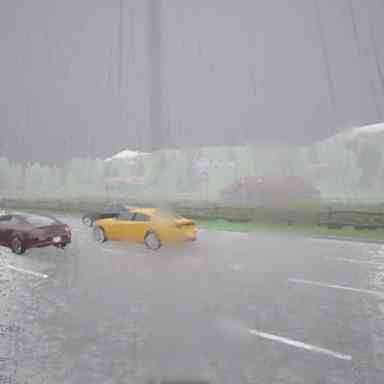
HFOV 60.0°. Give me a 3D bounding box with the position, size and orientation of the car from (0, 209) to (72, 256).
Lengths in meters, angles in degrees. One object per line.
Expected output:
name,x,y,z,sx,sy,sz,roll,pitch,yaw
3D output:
car,-6.605,1.486,12.997,4.674,1.442,1.812,0,0,36

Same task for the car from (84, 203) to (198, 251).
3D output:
car,-2.115,1.447,14.091,5.008,1.535,1.882,0,0,35

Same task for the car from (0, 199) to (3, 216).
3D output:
car,-19.802,1.373,31.006,5.008,1.535,1.882,0,0,36
